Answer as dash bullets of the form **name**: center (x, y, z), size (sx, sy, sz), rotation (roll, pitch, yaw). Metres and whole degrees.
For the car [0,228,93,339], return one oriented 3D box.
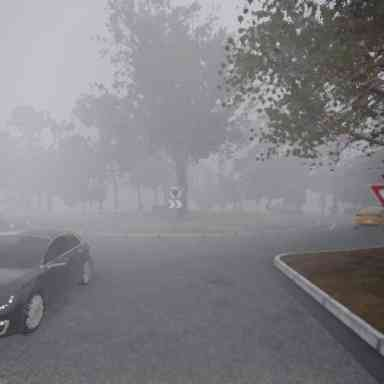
- **car**: center (-3.492, 1.588, 6.934), size (1.837, 1.490, 4.892), rotation (1, -1, -1)

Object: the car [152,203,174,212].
- **car**: center (-3.328, 2.155, 47.001), size (4.718, 1.301, 1.895), rotation (0, -1, -3)

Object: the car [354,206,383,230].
- **car**: center (12.678, 1.755, 23.500), size (1.882, 1.535, 5.008), rotation (0, 0, 32)

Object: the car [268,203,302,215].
- **car**: center (11.328, 2.043, 40.768), size (1.994, 1.385, 4.181), rotation (1, -1, -35)

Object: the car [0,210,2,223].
- **car**: center (-16.598, 1.660, 26.076), size (2.097, 1.767, 4.553), rotation (0, -1, -14)
